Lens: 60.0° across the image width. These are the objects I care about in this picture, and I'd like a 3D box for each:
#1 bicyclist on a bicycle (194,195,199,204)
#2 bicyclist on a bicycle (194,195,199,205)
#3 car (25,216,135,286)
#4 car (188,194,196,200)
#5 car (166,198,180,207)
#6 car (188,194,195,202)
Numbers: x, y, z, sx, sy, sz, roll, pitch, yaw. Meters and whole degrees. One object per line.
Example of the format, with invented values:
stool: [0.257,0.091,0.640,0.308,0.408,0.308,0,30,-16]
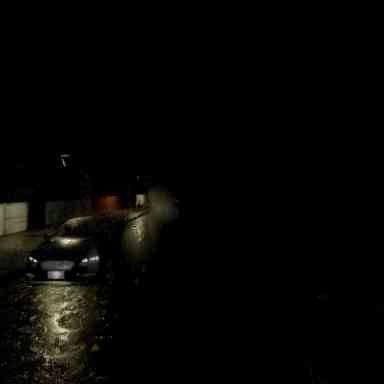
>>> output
bicyclist on a bicycle: [0.750,1.356,59.514,0.866,1.612,1.509,0,0,0]
bicyclist on a bicycle: [0.747,1.378,49.460,0.582,1.620,1.656,0,0,0]
car: [-2.852,1.471,9.432,2.128,1.511,4.902,0,0,0]
car: [-0.018,1.313,89.003,2.128,1.511,4.902,0,0,0]
car: [-2.840,1.525,50.670,1.895,1.301,4.718,0,0,0]
car: [-0.015,1.438,75.544,1.812,1.442,4.674,0,0,0]
